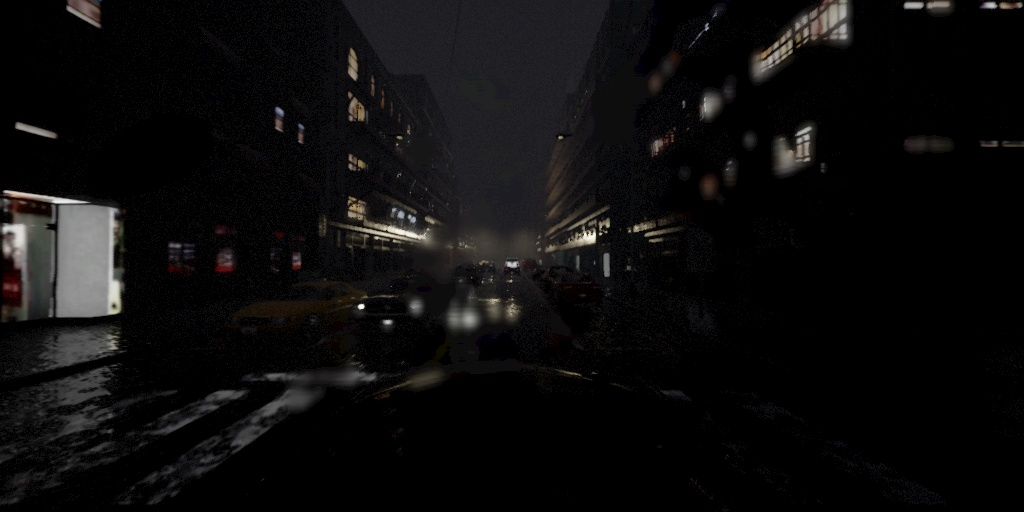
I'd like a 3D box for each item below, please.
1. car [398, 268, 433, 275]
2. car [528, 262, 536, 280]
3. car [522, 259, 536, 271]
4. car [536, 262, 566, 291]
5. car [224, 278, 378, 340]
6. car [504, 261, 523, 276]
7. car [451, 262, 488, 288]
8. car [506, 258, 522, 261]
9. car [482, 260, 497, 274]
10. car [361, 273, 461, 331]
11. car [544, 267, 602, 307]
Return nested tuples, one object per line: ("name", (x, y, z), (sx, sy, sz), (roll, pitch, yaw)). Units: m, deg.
("car", (-5.686, 1.401, 21.401), (1.888, 1.381, 4.507), (0, 0, 0))
("car", (2.697, 1.497, 32.432), (1.802, 1.307, 4.207), (0, 0, 0))
("car", (2.701, 1.352, 54.527), (2.192, 1.841, 5.009), (0, 0, 0))
("car", (2.695, 1.295, 21.386), (1.967, 1.591, 4.097), (0, 0, 0))
("car", (-5.687, 1.322, 10.184), (1.751, 1.417, 4.829), (0, 0, 0))
("car", (0.009, 1.567, 41.740), (1.895, 1.301, 4.718), (0, 0, 0))
("car", (-3.092, 1.367, 24.896), (2.128, 1.511, 4.902), (0, 0, 0))
("car", (0.011, 1.245, 51.940), (2.150, 2.045, 5.566), (0, 0, 0))
("car", (-2.999, 1.480, 45.539), (2.128, 1.511, 4.902), (0, 0, 0))
("car", (-3.097, 1.403, 11.412), (1.895, 1.301, 4.718), (0, 0, 3))
("car", (2.694, 1.371, 15.862), (1.888, 1.381, 4.507), (0, 0, 0))
